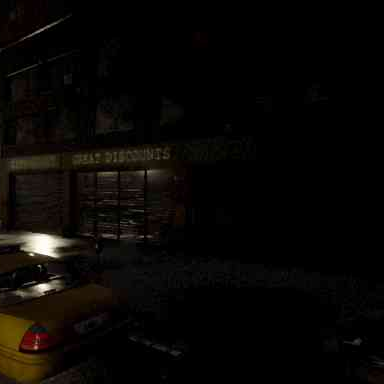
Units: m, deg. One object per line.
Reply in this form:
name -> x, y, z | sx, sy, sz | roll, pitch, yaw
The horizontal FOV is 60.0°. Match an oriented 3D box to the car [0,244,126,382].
car -> -3.066, 1.524, 5.276 | 4.829, 1.417, 1.752 | 0, 1, 36

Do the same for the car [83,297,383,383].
car -> 1.617, 1.551, 1.930 | 4.403, 1.369, 2.008 | 0, 1, 36
